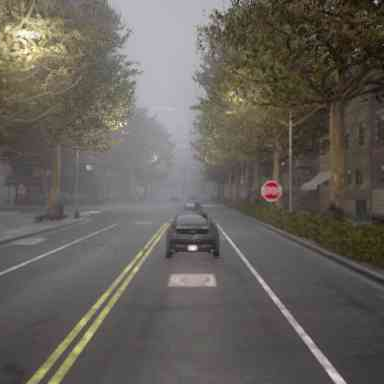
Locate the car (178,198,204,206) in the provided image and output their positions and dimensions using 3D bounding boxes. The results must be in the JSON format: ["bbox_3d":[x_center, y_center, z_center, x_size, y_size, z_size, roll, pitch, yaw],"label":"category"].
[{"bbox_3d":[0.045,1.523,28.024,1.812,1.442,4.674,0,0,0],"label":"car"}]

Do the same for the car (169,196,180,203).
[{"bbox_3d":[-3.508,1.473,67.539,1.882,1.535,5.008,0,0,0],"label":"car"}]

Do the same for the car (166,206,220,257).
[{"bbox_3d":[0.041,1.504,12.848,1.837,1.490,4.892,0,0,1],"label":"car"}]

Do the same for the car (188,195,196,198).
[{"bbox_3d":[-0.005,1.363,84.250,1.812,1.442,4.674,0,0,5],"label":"car"}]
